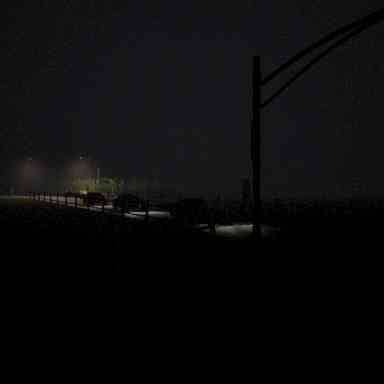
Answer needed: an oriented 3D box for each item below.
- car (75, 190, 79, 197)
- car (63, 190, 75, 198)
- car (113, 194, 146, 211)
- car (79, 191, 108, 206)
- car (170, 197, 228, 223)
[{"bbox_3d":[-16.653,0.603,53.599,2.033,1.411,5.357,0,1,-35],"label":"car"},{"bbox_3d":[-22.519,0.355,62.029,1.882,1.535,5.008,0,1,-35],"label":"car"},{"bbox_3d":[-6.054,0.972,31.883,1.837,1.490,4.892,0,1,-35],"label":"car"},{"bbox_3d":[-11.701,0.815,40.026,1.812,1.442,4.674,0,1,-35],"label":"car"},{"bbox_3d":[0.359,1.148,22.661,1.882,1.535,5.008,0,1,-35],"label":"car"}]
